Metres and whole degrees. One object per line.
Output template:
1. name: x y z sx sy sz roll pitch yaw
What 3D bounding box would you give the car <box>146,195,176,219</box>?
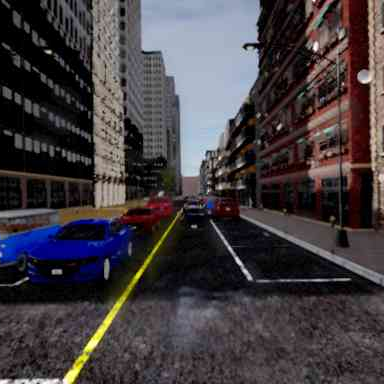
1. car: -3.029 1.415 31.196 2.150 2.045 5.566 -1 0 0

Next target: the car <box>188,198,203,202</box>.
1. car: 0.120 1.773 45.236 1.994 1.385 4.181 -1 0 1

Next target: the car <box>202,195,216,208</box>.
1. car: 2.773 1.530 55.232 2.192 1.841 5.009 -1 0 0

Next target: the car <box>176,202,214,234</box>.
1. car: 0.120 1.587 19.956 1.837 1.490 4.892 -1 0 0

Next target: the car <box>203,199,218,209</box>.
1. car: 2.767 1.737 49.680 2.008 1.369 4.403 -1 0 0

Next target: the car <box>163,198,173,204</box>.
1. car: -5.559 2.028 77.448 2.008 1.369 4.403 -1 0 0

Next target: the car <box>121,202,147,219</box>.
1. car: -5.645 1.770 32.872 1.752 1.417 4.829 -1 0 0

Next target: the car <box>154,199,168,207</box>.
1. car: -5.591 1.938 60.797 2.008 1.369 4.403 -1 0 0

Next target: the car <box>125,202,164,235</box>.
1. car: -3.061 1.616 20.126 1.882 1.535 5.008 -1 0 0

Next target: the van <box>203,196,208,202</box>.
1. van: 2.752 1.499 44.131 1.690 1.788 3.998 -1 0 0

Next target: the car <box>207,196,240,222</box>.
1. car: 2.719 1.390 27.479 2.192 1.841 5.009 -1 0 0

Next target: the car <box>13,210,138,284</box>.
1. car: -3.088 1.568 10.116 1.882 1.535 5.008 -1 0 0

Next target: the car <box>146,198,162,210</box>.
1. car: -5.615 1.770 49.695 1.967 1.590 4.097 -1 0 0

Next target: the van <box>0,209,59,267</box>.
1. van: -5.691 1.479 10.840 1.690 1.788 3.998 -1 0 0

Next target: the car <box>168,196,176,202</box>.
1. car: -5.529 2.008 94.102 1.967 1.590 4.097 -1 0 0

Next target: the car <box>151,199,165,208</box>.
1. car: -5.603 1.883 55.076 1.752 1.417 4.829 -1 0 0
